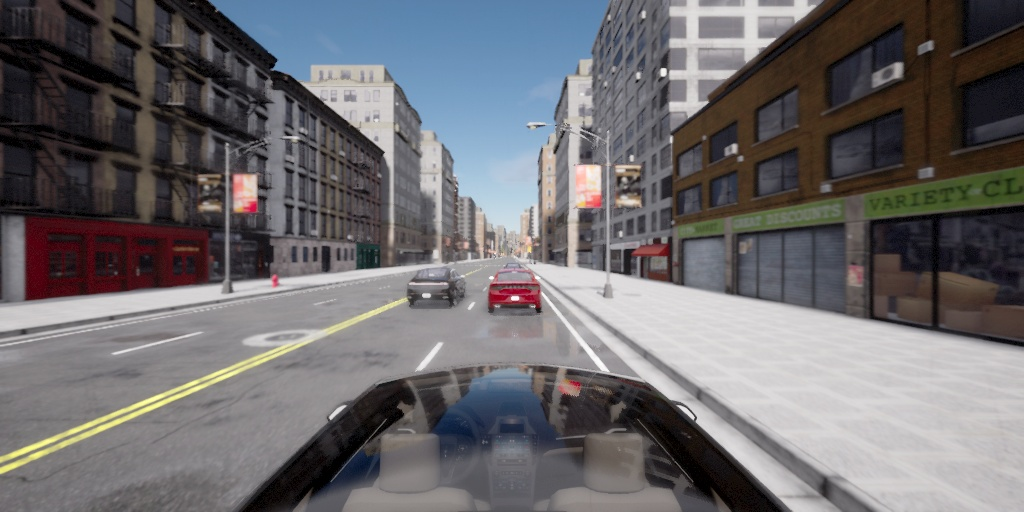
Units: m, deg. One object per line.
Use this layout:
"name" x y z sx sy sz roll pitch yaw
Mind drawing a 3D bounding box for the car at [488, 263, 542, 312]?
"car" 0.100 1.233 14.217 1.882 1.535 5.008 0 0 0

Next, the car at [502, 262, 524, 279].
"car" 0.095 1.328 33.900 1.994 1.385 4.181 0 0 0

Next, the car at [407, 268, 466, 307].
"car" -3.151 1.247 15.661 2.128 1.511 4.902 0 0 0
